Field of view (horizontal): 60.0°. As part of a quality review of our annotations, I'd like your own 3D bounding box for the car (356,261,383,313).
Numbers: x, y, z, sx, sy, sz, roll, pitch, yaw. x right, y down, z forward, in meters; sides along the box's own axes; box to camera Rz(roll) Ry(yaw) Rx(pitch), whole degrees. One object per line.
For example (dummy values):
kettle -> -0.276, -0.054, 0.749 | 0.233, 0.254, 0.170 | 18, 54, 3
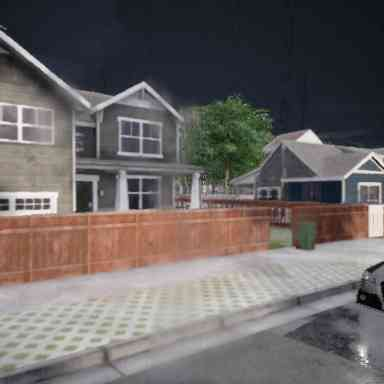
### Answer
car -> 5.126, 1.603, 6.515 | 4.181, 1.385, 1.994 | 0, 0, -34
